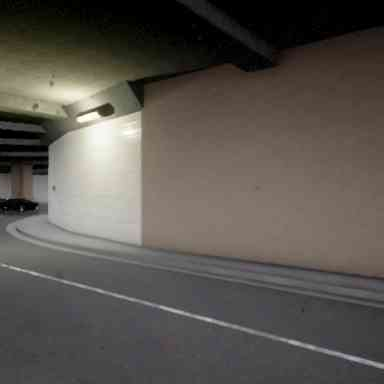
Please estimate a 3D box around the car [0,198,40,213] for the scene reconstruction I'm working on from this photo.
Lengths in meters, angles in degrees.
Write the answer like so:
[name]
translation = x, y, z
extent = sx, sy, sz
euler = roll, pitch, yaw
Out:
[car]
translation = -18.345, 1.428, 35.772
extent = 1.882, 1.535, 5.008
euler = 0, 0, 4
